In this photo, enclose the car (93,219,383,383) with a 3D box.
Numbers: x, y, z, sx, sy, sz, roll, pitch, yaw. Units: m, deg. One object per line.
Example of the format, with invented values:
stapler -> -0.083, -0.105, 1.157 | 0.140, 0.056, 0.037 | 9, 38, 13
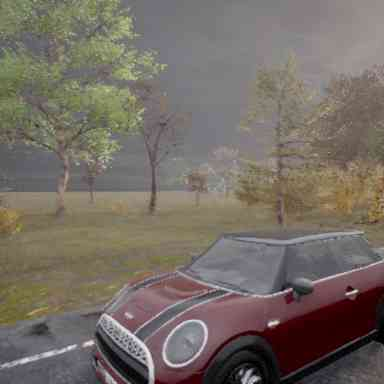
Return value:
car -> 1.008, 1.343, 4.710 | 4.553, 1.767, 2.097 | 0, 0, -35
